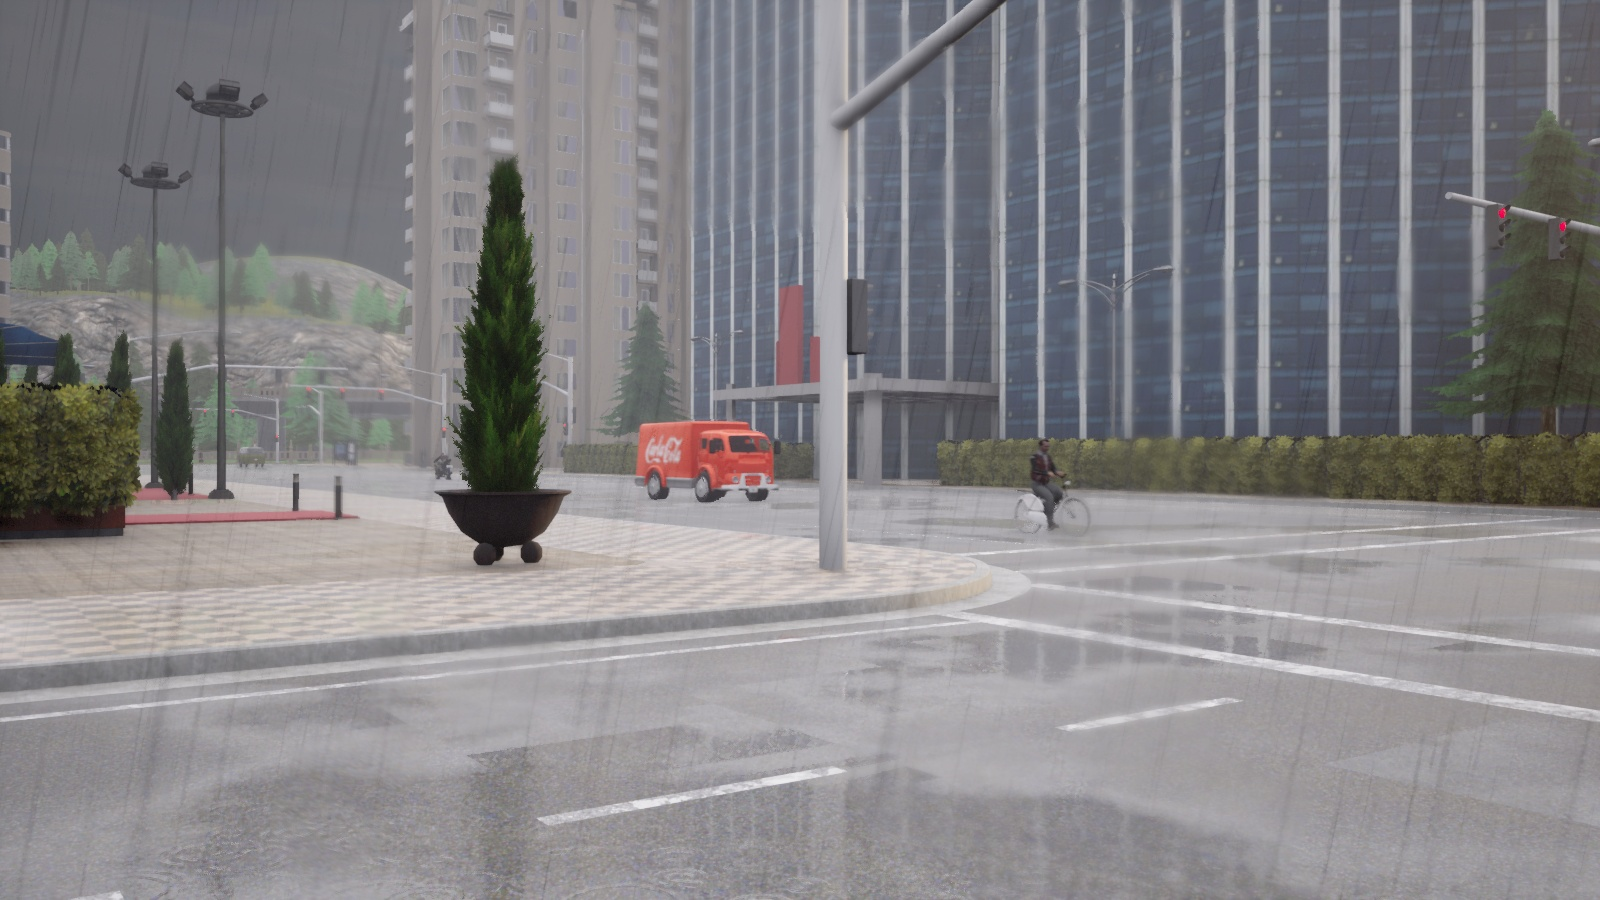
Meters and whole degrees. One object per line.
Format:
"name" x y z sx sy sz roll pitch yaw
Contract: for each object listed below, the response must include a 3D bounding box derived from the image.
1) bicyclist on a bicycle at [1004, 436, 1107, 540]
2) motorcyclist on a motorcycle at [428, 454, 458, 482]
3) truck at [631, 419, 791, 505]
"bicyclist on a bicycle" 4.560 0.661 22.535 0.659 1.776 1.843 0 0 -35
"motorcyclist on a motorcycle" -19.588 0.990 68.870 0.866 1.530 2.191 0 0 -35
"truck" -2.860 0.360 39.114 2.627 2.467 5.204 0 0 -35
